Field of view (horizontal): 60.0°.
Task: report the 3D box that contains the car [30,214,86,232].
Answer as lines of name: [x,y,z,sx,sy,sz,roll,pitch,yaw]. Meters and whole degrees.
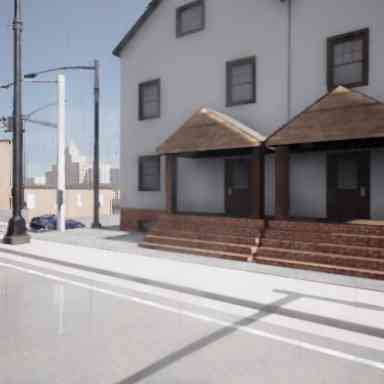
car: [-10.399,2.447,26.164,1.994,1.385,4.181,0,-8,36]
